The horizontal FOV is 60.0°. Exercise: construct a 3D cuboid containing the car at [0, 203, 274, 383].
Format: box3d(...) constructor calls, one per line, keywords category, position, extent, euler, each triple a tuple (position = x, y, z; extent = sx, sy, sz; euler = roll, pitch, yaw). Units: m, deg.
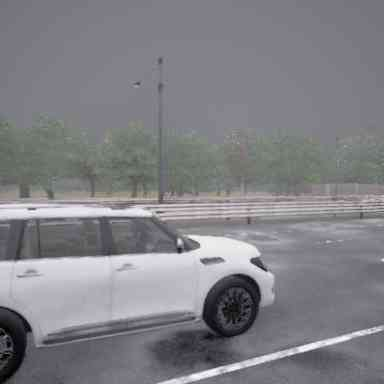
box3d(category="car", position=(-1.383, 1.196, 5.257), extent=(5.566, 2.045, 2.150), euler=(0, 0, -25))
